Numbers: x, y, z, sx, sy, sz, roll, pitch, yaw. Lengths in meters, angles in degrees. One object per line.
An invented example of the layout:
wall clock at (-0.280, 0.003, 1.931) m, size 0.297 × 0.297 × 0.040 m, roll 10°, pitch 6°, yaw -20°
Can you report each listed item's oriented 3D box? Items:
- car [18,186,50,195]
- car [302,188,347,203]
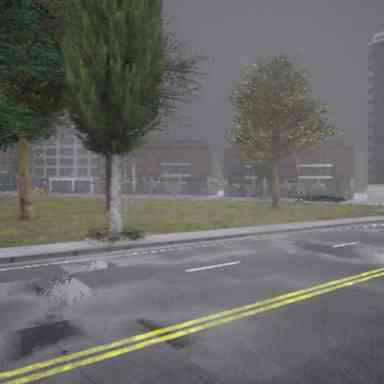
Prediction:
car at (-25.159, -0.218, 52.912) m, size 5.008 × 1.535 × 1.882 m, roll 1°, pitch 0°, yaw 11°
car at (17.606, 0.588, 44.445) m, size 5.566 × 2.045 × 2.150 m, roll 3°, pitch 0°, yaw 11°
